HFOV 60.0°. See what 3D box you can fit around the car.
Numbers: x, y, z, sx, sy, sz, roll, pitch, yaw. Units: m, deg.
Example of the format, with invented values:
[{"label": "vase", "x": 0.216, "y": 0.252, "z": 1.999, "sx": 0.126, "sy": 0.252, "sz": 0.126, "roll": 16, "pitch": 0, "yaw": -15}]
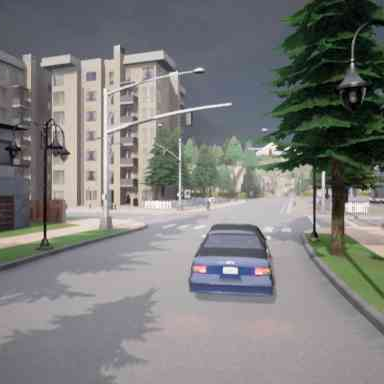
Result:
[{"label": "car", "x": 1.137, "y": 1.547, "z": 8.833, "sx": 2.033, "sy": 1.411, "sz": 5.357, "roll": 0, "pitch": 0, "yaw": 9}]
